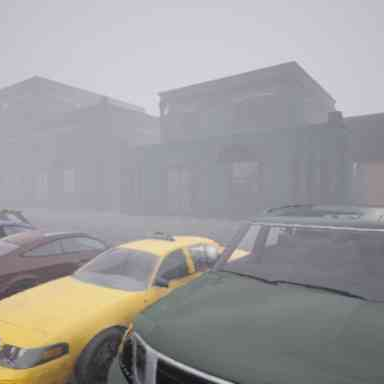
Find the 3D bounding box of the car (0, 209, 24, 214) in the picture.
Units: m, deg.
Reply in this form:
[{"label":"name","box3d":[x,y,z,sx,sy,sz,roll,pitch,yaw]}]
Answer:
[{"label":"car","box3d":[-7.334,1.398,10.546,2.185,1.767,4.553,0,0,36]}]

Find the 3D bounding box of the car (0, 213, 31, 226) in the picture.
[{"label":"car","box3d":[-5.110,1.506,8.914,2.097,1.535,5.008,0,0,36]}]

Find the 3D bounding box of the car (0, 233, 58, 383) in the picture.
[{"label":"car","box3d":[-0.729,1.479,5.564,1.946,1.575,5.366,0,0,36]}]

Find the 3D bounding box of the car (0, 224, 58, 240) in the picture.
[{"label":"car","box3d":[-2.867,1.533,7.315,2.002,1.452,4.674,0,0,36]}]

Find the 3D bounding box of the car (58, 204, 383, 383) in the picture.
[{"label":"car","box3d":[1.602,1.229,4.093,2.435,2.045,5.566,0,0,36]}]
